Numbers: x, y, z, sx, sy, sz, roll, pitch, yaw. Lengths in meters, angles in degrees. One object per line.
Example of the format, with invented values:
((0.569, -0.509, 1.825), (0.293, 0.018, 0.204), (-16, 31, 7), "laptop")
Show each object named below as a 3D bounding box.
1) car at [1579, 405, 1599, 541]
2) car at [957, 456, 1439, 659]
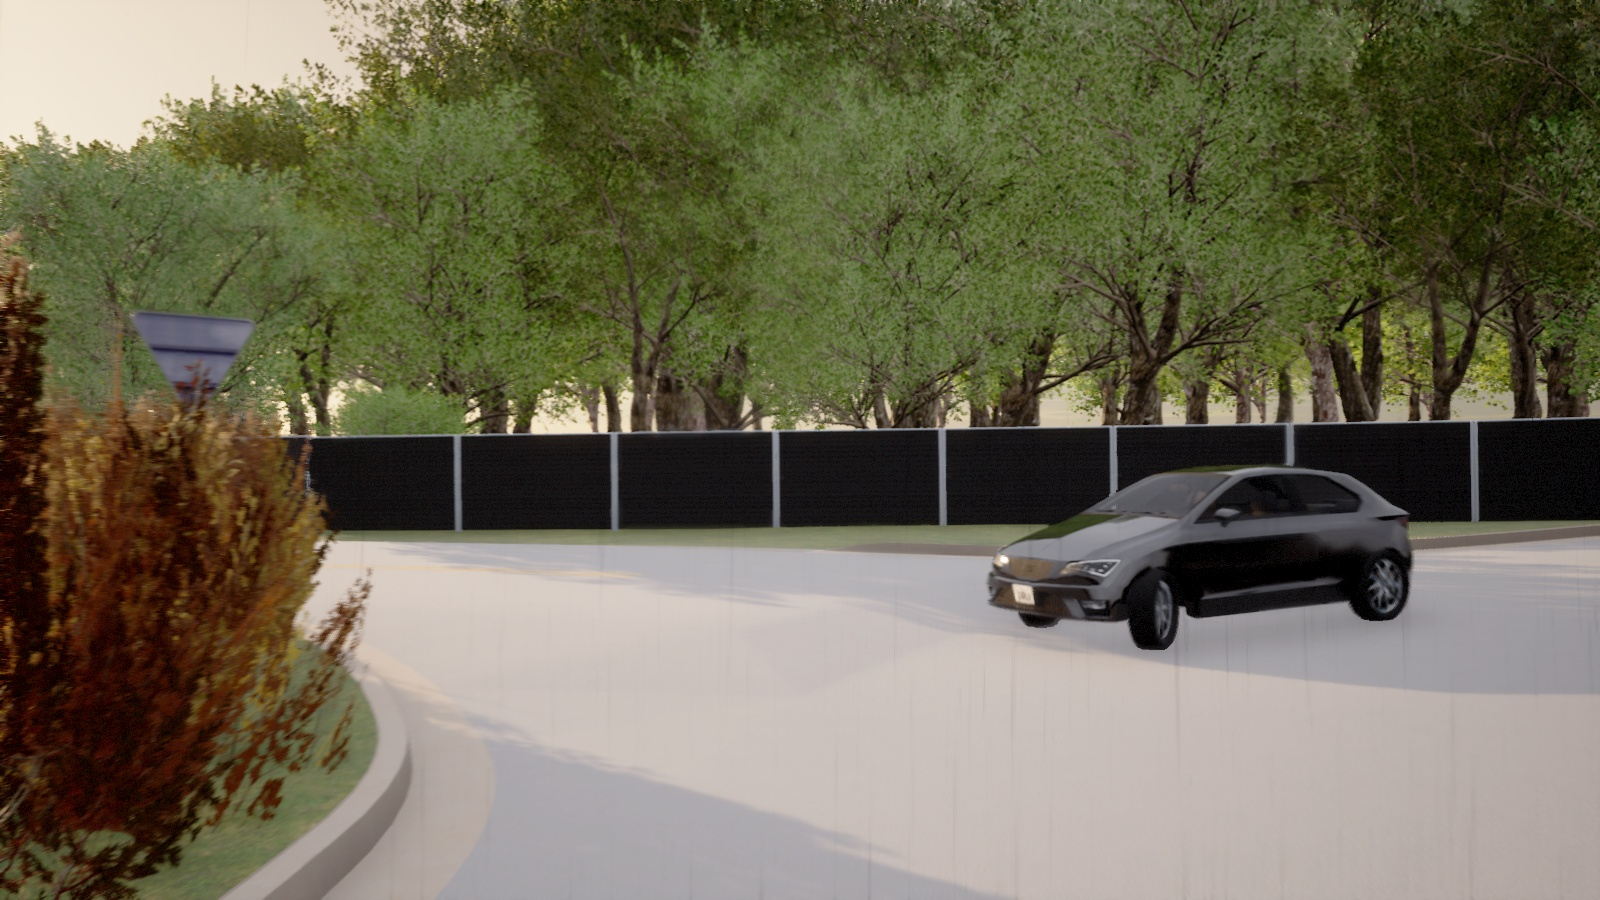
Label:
((13.117, 0.148, 16.319), (4.605, 1.855, 1.932), (-4, 0, 3), "car")
((3.750, 0.868, 11.733), (4.193, 1.474, 1.816), (-2, 0, -28), "car")
